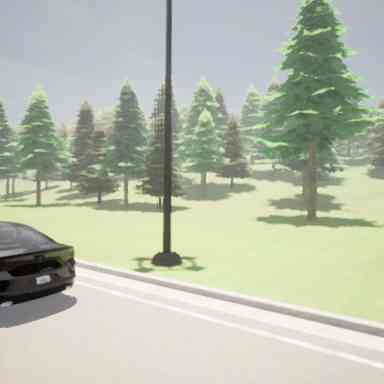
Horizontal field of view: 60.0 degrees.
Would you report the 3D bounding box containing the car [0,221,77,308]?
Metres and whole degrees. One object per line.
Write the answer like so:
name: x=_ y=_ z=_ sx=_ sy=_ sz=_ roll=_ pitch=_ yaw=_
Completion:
car: x=-4.614 y=1.375 z=7.232 sx=5.008 sy=1.535 sz=1.882 roll=0 pitch=0 yaw=35
